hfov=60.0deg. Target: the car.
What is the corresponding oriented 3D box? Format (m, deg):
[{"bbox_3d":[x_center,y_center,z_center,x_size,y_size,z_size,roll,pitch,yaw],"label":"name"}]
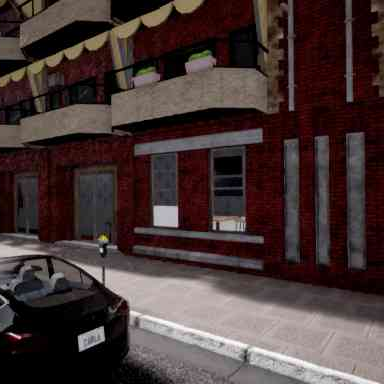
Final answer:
[{"bbox_3d":[-2.739,1.567,4.681,4.313,1.339,1.947,0,-1,35],"label":"car"}]
